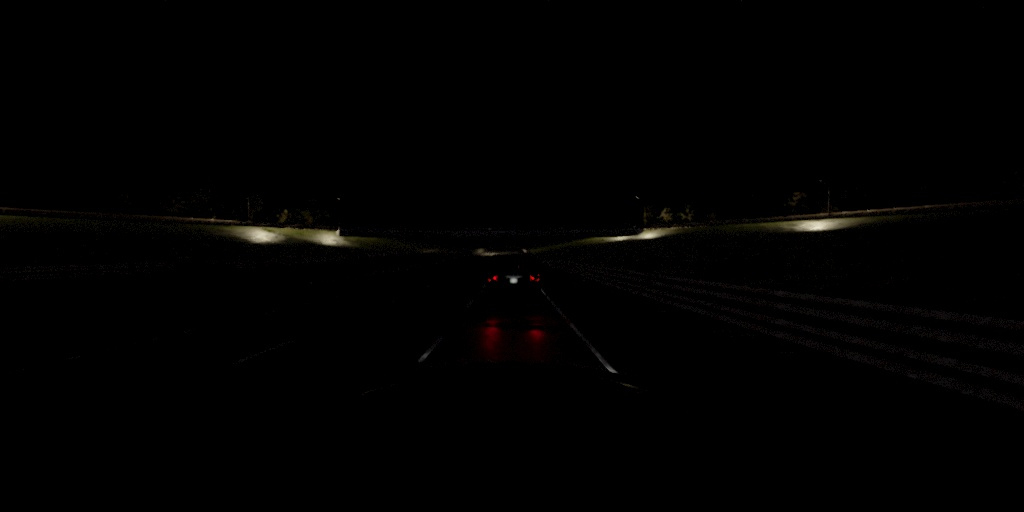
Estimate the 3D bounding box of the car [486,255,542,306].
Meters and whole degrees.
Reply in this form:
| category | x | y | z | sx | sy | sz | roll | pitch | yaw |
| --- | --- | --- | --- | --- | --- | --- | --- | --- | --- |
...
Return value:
| category | x | y | z | sx | sy | sz | roll | pitch | yaw |
| --- | --- | --- | --- | --- | --- | --- | --- | --- | --- |
| car | 0.073 | 0.973 | 15.787 | 2.150 | 2.045 | 5.566 | 0 | 0 | 0 |

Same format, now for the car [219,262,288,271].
| category | x | y | z | sx | sy | sz | roll | pitch | yaw |
| --- | --- | --- | --- | --- | --- | --- | --- | --- | --- |
| car | -17.640 | 1.199 | 25.452 | 1.882 | 1.535 | 5.008 | 0 | 1 | 0 |

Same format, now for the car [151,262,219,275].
| category | x | y | z | sx | sy | sz | roll | pitch | yaw |
| --- | --- | --- | --- | --- | --- | --- | --- | --- | --- |
| car | -21.140 | 1.232 | 24.672 | 2.128 | 1.511 | 4.902 | 0 | 0 | 0 |

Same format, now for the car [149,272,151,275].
| category | x | y | z | sx | sy | sz | roll | pitch | yaw |
| --- | --- | --- | --- | --- | --- | --- | --- | --- | --- |
| car | -24.642 | 1.227 | 27.176 | 1.837 | 1.490 | 4.892 | 0 | 1 | 0 |
